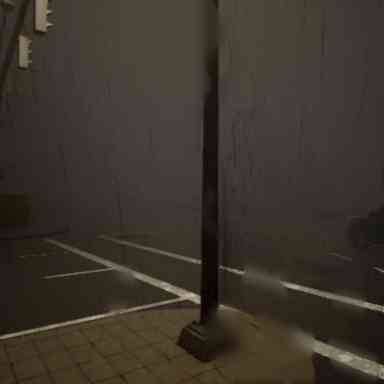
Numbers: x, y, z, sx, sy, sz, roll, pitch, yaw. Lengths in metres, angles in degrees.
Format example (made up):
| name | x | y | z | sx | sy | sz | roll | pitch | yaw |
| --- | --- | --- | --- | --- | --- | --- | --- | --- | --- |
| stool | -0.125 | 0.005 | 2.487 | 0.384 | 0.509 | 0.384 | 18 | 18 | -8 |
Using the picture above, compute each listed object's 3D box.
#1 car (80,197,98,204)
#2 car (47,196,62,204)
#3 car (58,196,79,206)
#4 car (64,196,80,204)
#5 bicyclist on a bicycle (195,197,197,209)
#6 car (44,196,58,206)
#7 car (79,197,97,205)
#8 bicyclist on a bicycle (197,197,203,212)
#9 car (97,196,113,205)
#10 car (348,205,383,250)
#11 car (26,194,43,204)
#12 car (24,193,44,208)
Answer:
| name | x | y | z | sx | sy | sz | roll | pitch | yaw |
| --- | --- | --- | --- | --- | --- | --- | --- | --- | --- |
| car | -22.201 | 1.751 | 71.479 | 2.033 | 1.411 | 5.357 | 1 | 0 | -35 |
| car | -27.879 | 1.625 | 67.384 | 1.882 | 1.535 | 5.008 | 1 | 0 | -35 |
| car | -22.368 | 1.625 | 59.565 | 1.882 | 1.535 | 5.008 | 1 | 0 | -35 |
| car | -25.082 | 1.679 | 69.493 | 1.837 | 1.490 | 4.892 | 1 | 0 | -35 |
| bicyclist on a bicycle | 0.734 | 1.544 | 45.303 | 0.582 | 1.620 | 1.656 | 0 | 0 | 21 |
| car | -25.579 | 1.662 | 58.058 | 2.033 | 1.411 | 5.357 | 1 | 0 | -35 |
| car | -19.899 | 1.683 | 62.073 | 1.837 | 1.490 | 4.892 | 1 | 0 | -35 |
| bicyclist on a bicycle | 1.729 | 1.679 | 40.394 | 1.656 | 1.620 | 0.582 | 0 | 0 | -23 |
| car | -16.967 | 1.562 | 63.904 | 2.097 | 1.767 | 4.553 | 1 | 0 | -35 |
| car | 8.004 | 1.343 | 11.983 | 2.150 | 2.045 | 5.566 | 2 | 0 | -6 |
| car | -31.436 | 1.341 | 66.382 | 2.150 | 2.045 | 5.566 | 1 | 0 | -35 |
| car | -24.724 | 1.304 | 50.661 | 2.150 | 2.045 | 5.566 | 1 | 0 | -35 |
